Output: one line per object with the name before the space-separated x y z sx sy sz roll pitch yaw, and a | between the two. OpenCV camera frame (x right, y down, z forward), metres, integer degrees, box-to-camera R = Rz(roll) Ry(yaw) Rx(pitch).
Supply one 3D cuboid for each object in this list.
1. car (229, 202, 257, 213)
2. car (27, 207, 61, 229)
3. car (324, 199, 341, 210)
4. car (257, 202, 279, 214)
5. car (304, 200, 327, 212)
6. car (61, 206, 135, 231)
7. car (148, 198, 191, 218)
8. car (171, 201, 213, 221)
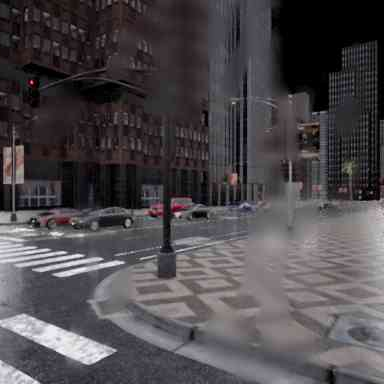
car | 6.949 2.150 46.598 1.812 1.442 4.674 0 -1 36
car | -9.271 1.778 23.497 1.994 1.385 4.181 0 -1 36
car | 26.071 2.501 62.283 1.837 1.490 4.892 0 -1 35
car | 10.489 2.178 45.963 1.812 1.442 4.674 0 -1 36
car | 19.350 2.365 52.713 2.033 1.411 5.357 0 -1 35
car | -5.982 1.740 22.542 1.837 1.490 4.892 0 -1 35
car | -2.001 1.619 33.887 2.150 2.045 5.566 0 -1 35
car | 0.115 1.880 31.239 2.128 1.511 4.902 0 -1 35
